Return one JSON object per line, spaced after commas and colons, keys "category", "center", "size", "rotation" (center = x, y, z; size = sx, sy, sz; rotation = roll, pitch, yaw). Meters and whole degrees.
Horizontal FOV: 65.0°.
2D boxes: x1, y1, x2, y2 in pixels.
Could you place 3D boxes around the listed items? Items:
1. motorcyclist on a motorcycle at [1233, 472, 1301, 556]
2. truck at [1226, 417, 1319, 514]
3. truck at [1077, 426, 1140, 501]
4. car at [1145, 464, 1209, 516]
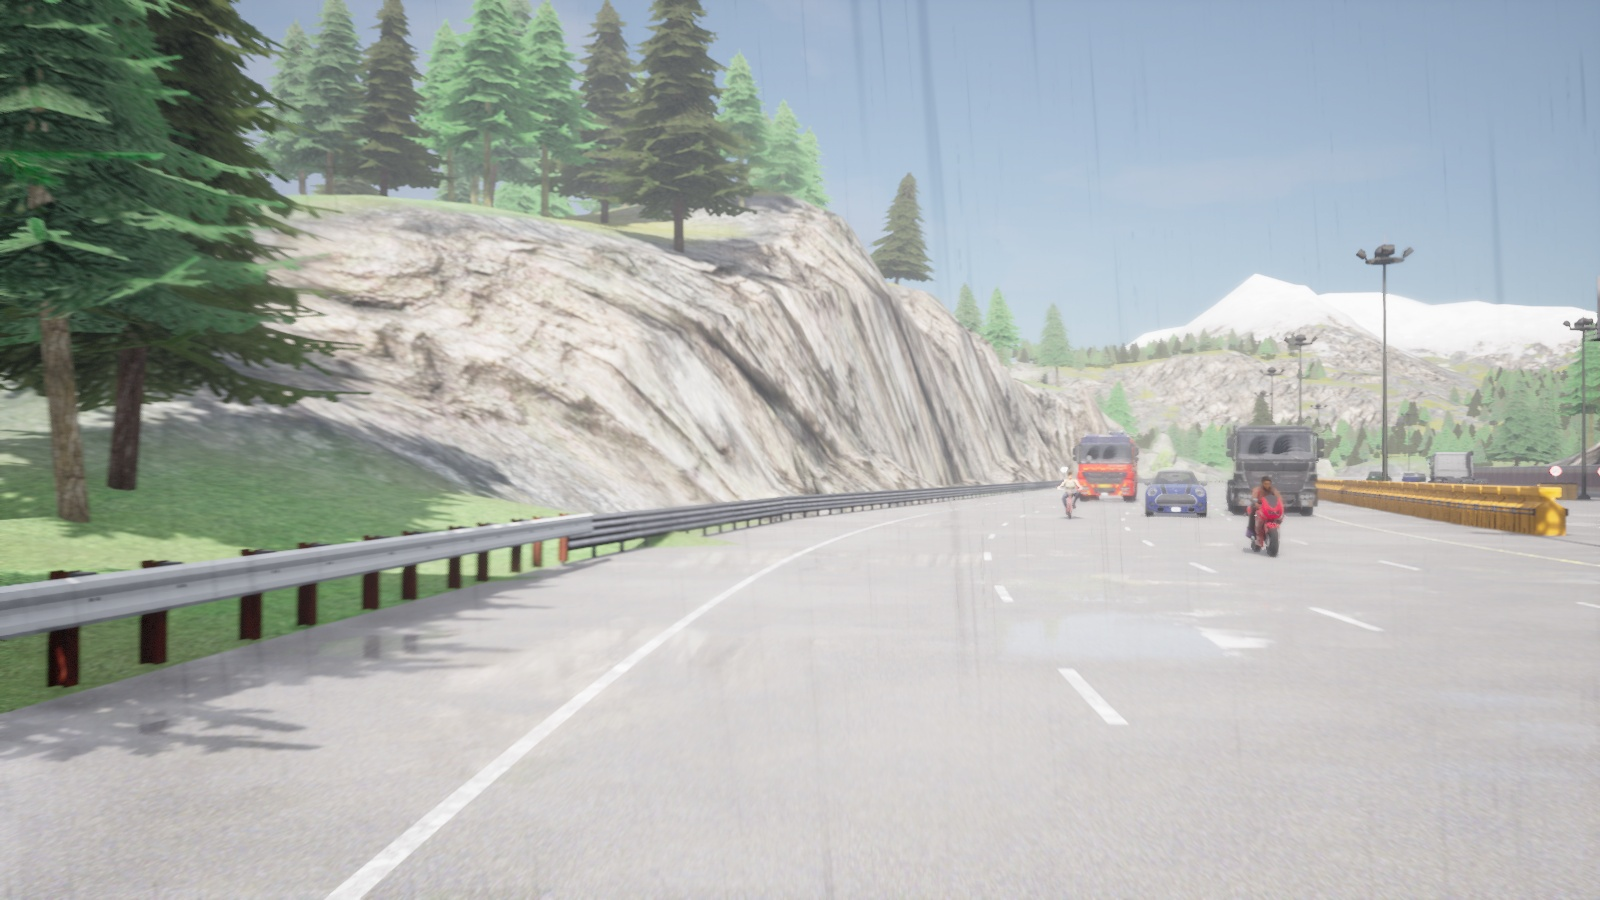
{"category": "motorcyclist on a motorcycle", "center": [8.878, 1.181, 23.965], "size": [0.797, 1.523, 2.044], "rotation": [1, -1, 9]}
{"category": "truck", "center": [18.414, 0.625, 49.342], "size": [2.891, 3.462, 7.936], "rotation": [0, -1, 17]}
{"category": "truck", "center": [16.953, 0.768, 68.703], "size": [2.891, 3.827, 8.468], "rotation": [0, -1, 17]}
{"category": "car", "center": [13.671, 1.411, 45.634], "size": [2.097, 1.767, 4.553], "rotation": [0, -1, 16]}
